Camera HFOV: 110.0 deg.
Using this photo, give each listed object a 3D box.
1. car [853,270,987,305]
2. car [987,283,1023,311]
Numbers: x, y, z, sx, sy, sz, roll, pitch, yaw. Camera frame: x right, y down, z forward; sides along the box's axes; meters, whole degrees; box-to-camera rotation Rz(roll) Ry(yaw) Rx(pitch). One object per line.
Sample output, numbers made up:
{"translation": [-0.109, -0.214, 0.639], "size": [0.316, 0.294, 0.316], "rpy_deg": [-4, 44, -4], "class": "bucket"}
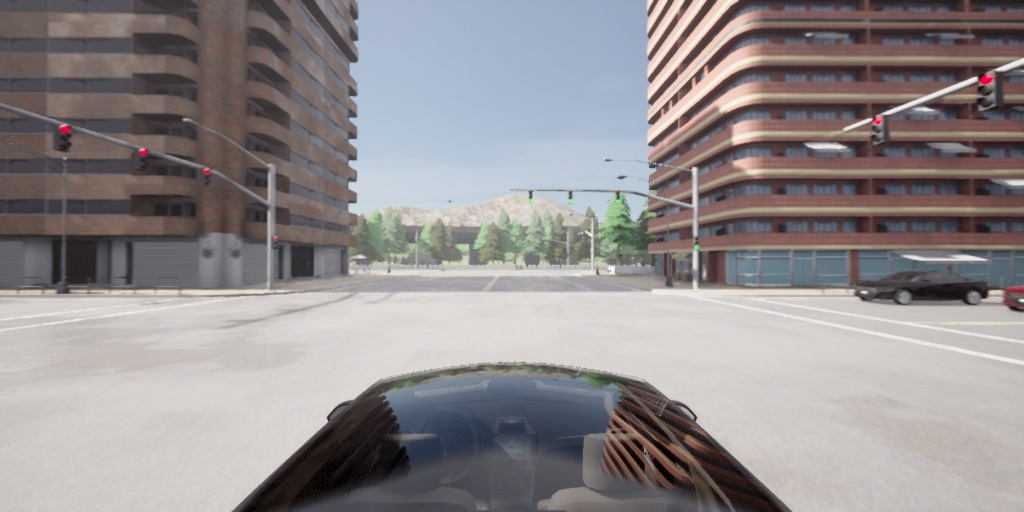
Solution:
{"translation": [18.840, 1.413, 16.670], "size": [5.008, 1.535, 1.882], "rpy_deg": [0, -1, 0], "class": "car"}
{"translation": [21.314, 1.371, 13.184], "size": [5.008, 1.535, 1.882], "rpy_deg": [0, -1, 0], "class": "car"}
